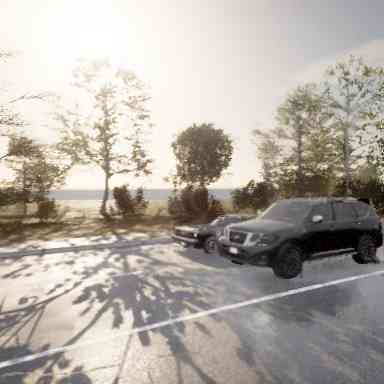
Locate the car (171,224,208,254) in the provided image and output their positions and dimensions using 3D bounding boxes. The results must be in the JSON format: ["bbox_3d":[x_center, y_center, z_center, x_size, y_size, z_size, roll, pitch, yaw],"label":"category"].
[{"bbox_3d":[1.597,1.554,13.130,4.718,1.301,1.895,0,0,-30],"label":"car"}]

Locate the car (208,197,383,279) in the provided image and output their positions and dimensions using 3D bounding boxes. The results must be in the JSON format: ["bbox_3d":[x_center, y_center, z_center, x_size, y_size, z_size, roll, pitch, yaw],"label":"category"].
[{"bbox_3d":[3.486,1.186,10.192,5.566,2.045,2.150,0,0,-30],"label":"car"}]
